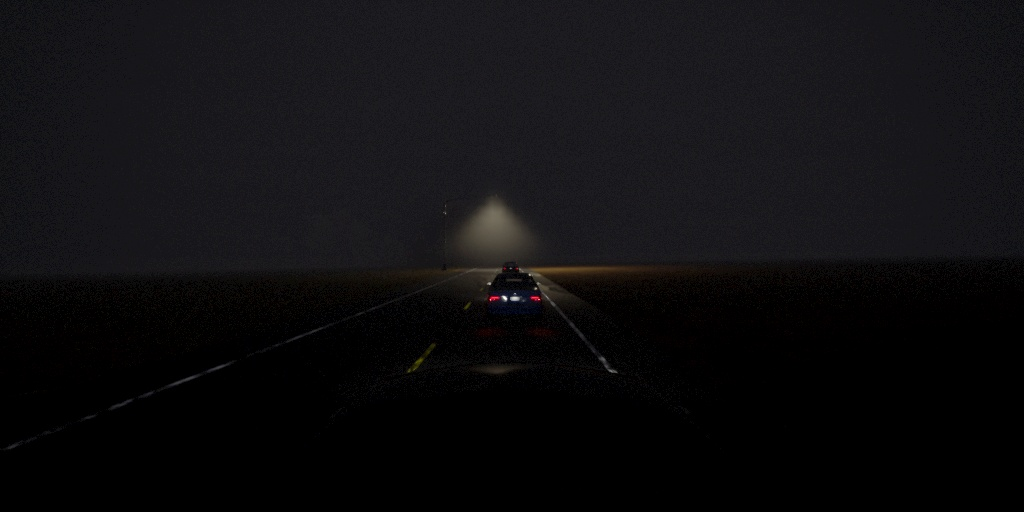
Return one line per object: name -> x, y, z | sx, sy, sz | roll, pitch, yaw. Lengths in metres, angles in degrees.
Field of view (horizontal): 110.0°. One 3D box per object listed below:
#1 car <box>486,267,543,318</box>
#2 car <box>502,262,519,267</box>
car -> 0.072, 1.301, 13.019 | 2.033, 1.411, 5.357 | 0, 0, 0
car -> -0.159, 1.318, 39.138 | 2.033, 1.411, 5.357 | 0, 0, -1
